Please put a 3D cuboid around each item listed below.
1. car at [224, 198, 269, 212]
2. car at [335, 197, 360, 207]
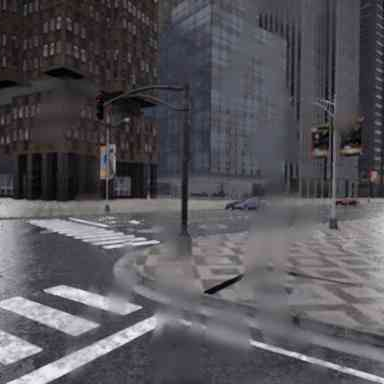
[{"bbox_3d":[5.879,1.318,35.052,5.357,1.411,2.033,0,1,-40],"label":"car"},{"bbox_3d":[22.690,1.462,48.854,4.718,1.301,1.895,0,1,-40],"label":"car"}]
